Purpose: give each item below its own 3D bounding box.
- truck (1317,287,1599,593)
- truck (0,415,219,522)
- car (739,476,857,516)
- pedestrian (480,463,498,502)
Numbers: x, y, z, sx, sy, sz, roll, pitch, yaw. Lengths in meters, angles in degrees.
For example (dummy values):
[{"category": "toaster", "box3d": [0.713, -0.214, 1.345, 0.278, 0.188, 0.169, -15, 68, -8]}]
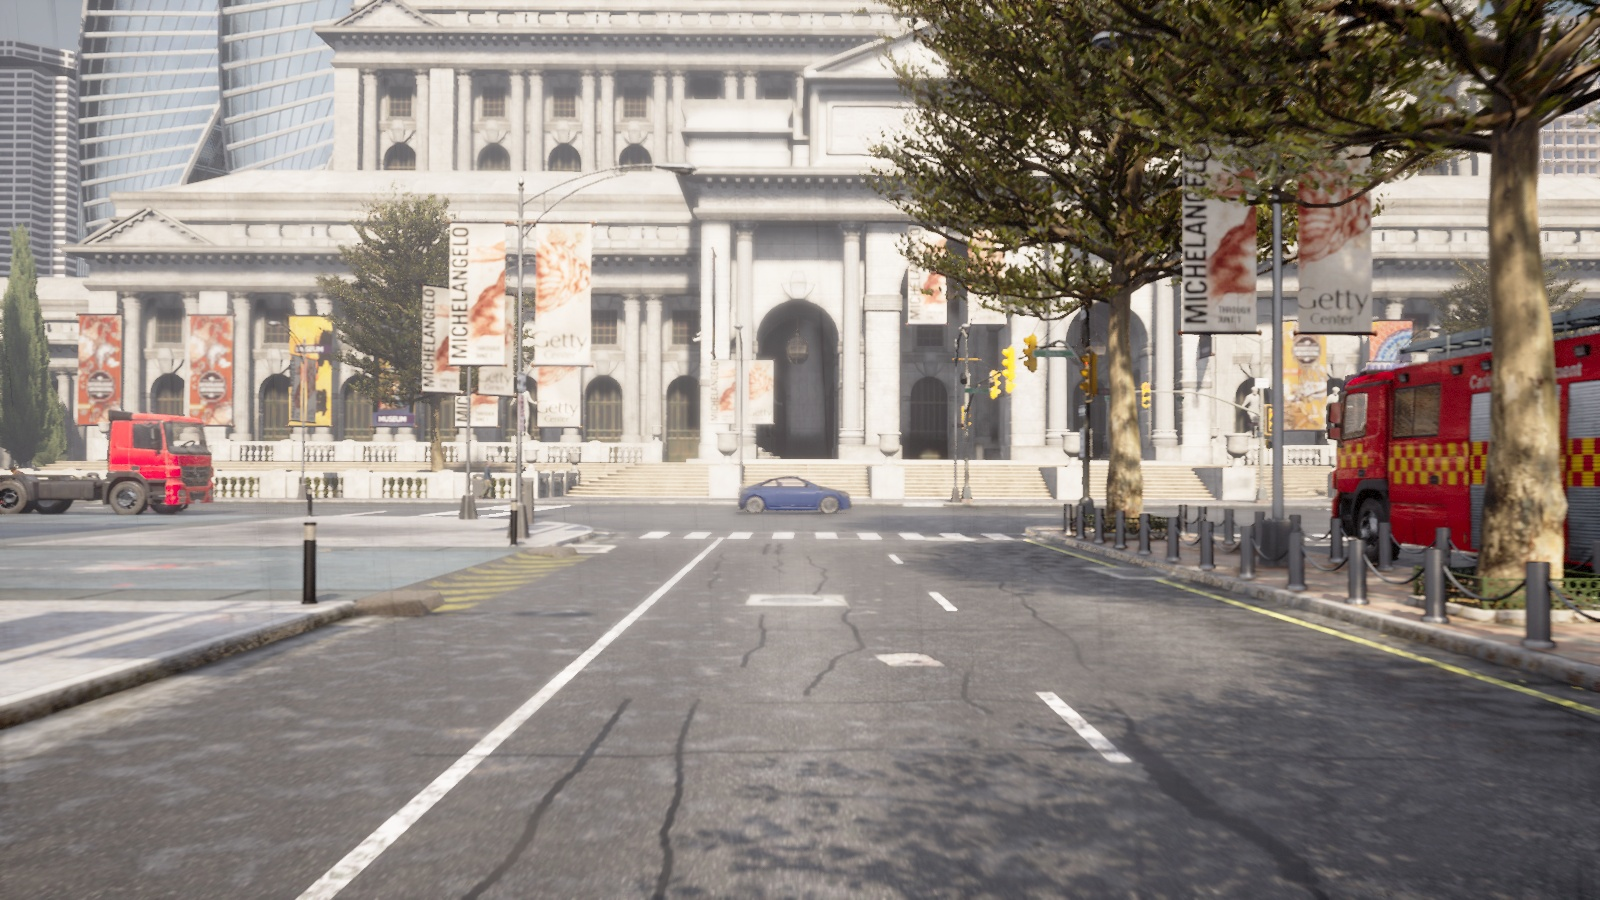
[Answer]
[{"category": "truck", "box3d": [11.417, -0.063, 19.924, 2.891, 3.827, 8.468, 0, -1, 0]}, {"category": "truck", "box3d": [-24.153, 0.636, 42.179, 7.936, 3.462, 2.891, 0, -1, 0]}, {"category": "car", "box3d": [-0.082, 1.642, 45.613, 4.181, 1.385, 1.994, 0, -1, 0]}, {"category": "pedestrian", "box3d": [-14.828, 1.533, 59.889, 0.726, 1.842, 0.402, 0, -1, 1]}]
